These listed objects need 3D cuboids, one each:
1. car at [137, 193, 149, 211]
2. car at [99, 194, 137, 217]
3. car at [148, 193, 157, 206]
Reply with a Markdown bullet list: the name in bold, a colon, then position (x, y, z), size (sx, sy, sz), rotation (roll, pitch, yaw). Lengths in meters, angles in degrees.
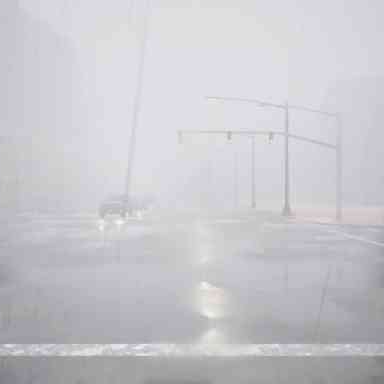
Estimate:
- **car**: position (-6.976, 1.352, 41.221), size (2.097, 1.767, 4.553), rotation (0, 0, 0)
- **car**: position (-7.001, 1.221, 31.203), size (2.150, 2.045, 5.566), rotation (0, 0, 0)
- **car**: position (-6.931, 1.223, 53.953), size (2.150, 2.045, 5.566), rotation (0, 0, 0)
